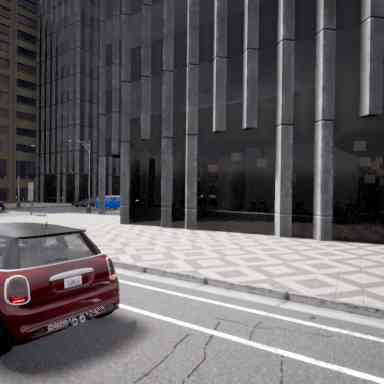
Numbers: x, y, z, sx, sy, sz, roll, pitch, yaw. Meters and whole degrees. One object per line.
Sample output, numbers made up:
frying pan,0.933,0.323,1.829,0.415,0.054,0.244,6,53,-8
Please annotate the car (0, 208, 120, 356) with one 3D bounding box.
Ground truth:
car,-3.496,1.349,6.171,4.553,1.767,2.097,0,0,35

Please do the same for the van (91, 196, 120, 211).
van,-9.712,1.339,40.287,1.690,1.788,3.998,1,1,36

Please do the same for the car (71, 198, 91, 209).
car,-13.584,1.456,44.945,2.033,1.411,5.357,1,1,36

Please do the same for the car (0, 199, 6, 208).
car,-21.565,1.277,33.801,2.097,1.767,4.553,1,1,35

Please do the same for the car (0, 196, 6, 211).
car,-22.994,1.324,36.448,1.967,1.590,4.097,1,1,36
